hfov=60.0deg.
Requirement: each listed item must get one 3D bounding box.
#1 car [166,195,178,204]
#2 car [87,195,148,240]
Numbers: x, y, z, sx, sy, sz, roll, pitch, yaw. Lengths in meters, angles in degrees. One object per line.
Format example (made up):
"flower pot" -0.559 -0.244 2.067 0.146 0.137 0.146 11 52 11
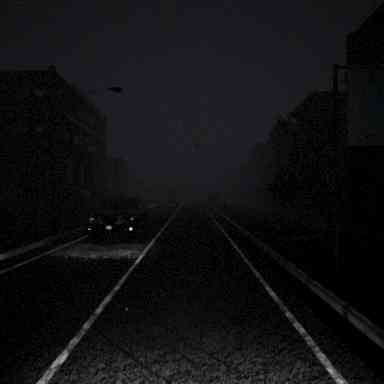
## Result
"car" -3.509 1.382 58.939 1.837 1.490 4.892 0 0 1
"car" -3.588 1.176 17.116 2.150 2.045 5.566 0 0 0
